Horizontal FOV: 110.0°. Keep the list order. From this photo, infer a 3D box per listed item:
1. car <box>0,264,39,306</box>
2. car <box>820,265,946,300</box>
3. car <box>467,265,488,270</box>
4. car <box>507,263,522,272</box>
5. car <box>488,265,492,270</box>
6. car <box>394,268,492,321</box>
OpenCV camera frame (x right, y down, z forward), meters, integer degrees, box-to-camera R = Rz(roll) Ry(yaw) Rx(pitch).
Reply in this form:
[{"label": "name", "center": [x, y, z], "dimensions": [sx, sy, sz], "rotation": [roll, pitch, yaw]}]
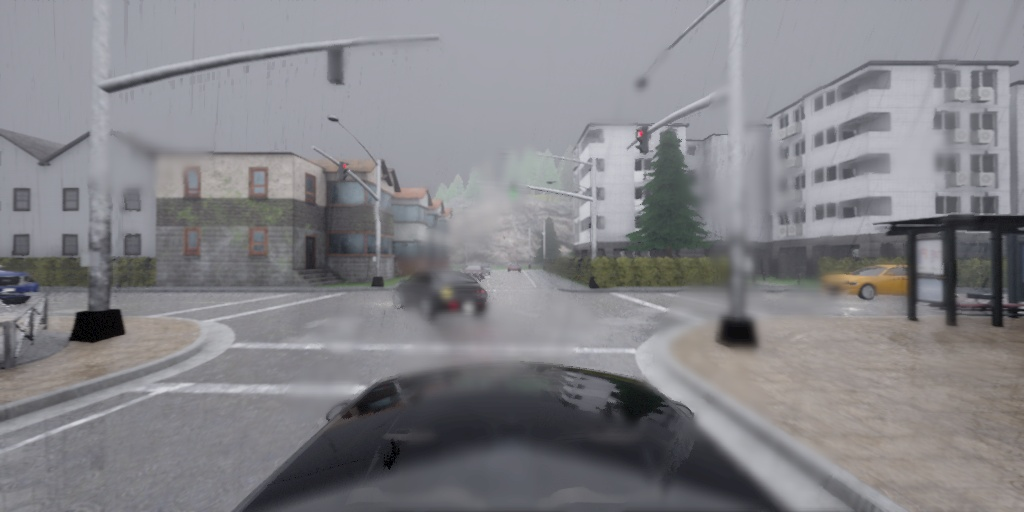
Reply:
[{"label": "car", "center": [-20.985, 0.889, 13.024], "dimensions": [5.566, 2.045, 2.150], "rotation": [0, 0, 0]}, {"label": "car", "center": [17.211, 1.175, 16.598], "dimensions": [5.008, 1.535, 1.882], "rotation": [0, 0, 0]}, {"label": "car", "center": [-3.577, 1.545, 34.275], "dimensions": [1.812, 1.442, 4.674], "rotation": [0, 0, 0]}, {"label": "car", "center": [0.389, 1.764, 56.157], "dimensions": [1.994, 1.385, 4.181], "rotation": [0, 0, 4]}, {"label": "car", "center": [-3.554, 1.702, 44.158], "dimensions": [1.895, 1.301, 4.718], "rotation": [0, 0, 0]}, {"label": "car", "center": [-2.577, 1.246, 12.467], "dimensions": [1.837, 1.490, 4.892], "rotation": [3, -2, -33]}]
